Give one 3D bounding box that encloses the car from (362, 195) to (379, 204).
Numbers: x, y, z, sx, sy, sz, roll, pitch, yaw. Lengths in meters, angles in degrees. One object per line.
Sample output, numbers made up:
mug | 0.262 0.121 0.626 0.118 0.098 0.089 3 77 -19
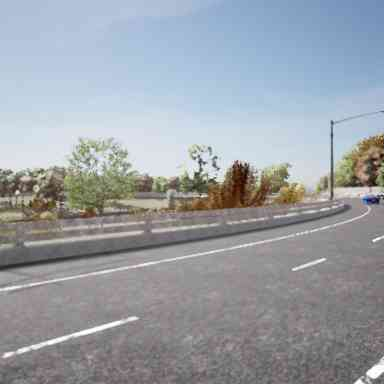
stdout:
car | 29.458 1.171 54.932 1.882 1.535 5.008 0 -1 18
